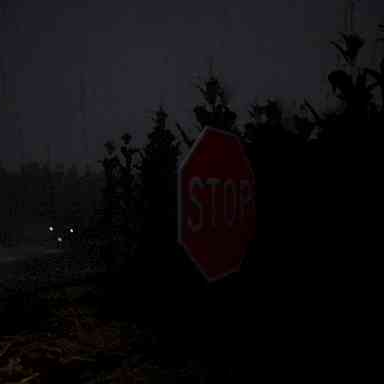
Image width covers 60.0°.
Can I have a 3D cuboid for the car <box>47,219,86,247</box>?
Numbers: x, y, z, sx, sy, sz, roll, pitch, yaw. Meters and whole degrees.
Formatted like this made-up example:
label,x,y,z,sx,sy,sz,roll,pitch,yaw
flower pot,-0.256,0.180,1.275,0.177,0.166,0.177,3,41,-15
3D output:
label,x,y,z,sx,sy,sz,roll,pitch,yaw
car,-4.305,1.684,15.790,1.895,1.301,4.718,-1,0,35
